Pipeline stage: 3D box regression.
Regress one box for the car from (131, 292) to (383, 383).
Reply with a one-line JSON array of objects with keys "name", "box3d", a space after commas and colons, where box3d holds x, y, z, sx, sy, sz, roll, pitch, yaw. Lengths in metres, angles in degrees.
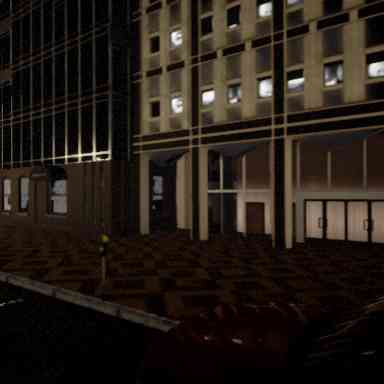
[{"name": "car", "box3d": [1.850, 1.313, 1.562, 5.009, 1.841, 2.192, 0, 0, 35]}]
